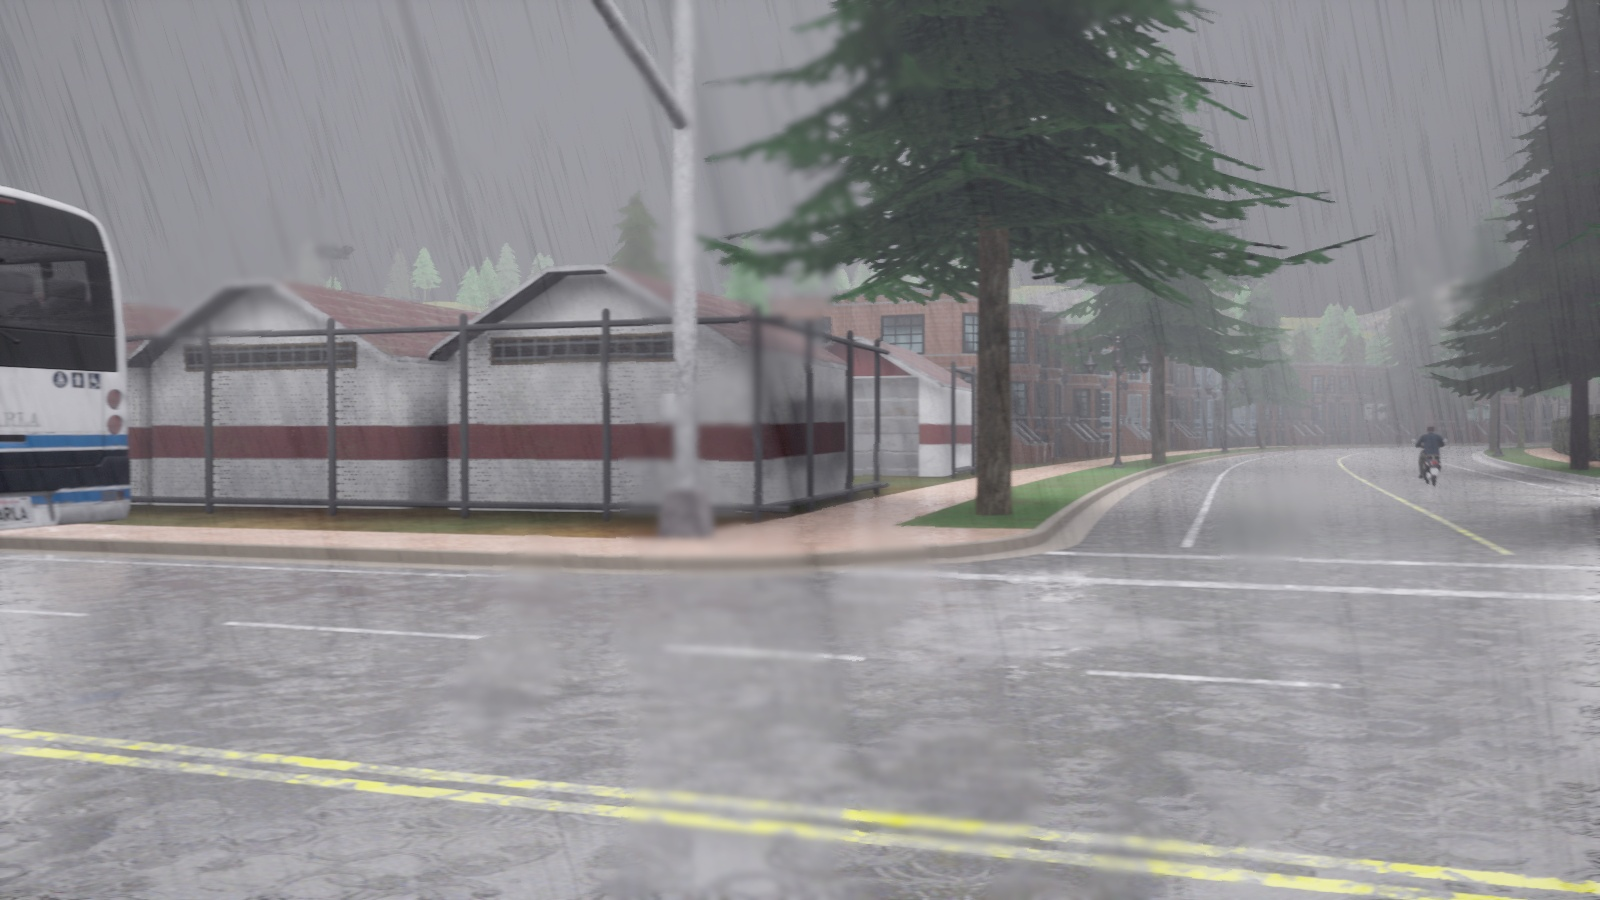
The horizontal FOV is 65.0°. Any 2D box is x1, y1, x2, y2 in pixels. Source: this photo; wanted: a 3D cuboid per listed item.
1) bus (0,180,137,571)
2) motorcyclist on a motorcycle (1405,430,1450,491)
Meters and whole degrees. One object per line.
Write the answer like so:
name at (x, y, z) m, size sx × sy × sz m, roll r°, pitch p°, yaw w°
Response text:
bus at (-13.629, -0.844, 15.141) m, size 10.273 × 4.253 × 3.944 m, roll 0°, pitch 1°, yaw 18°
motorcyclist on a motorcycle at (16.821, 0.265, 33.699) m, size 0.866 × 1.590 × 1.817 m, roll 1°, pitch 1°, yaw 20°
